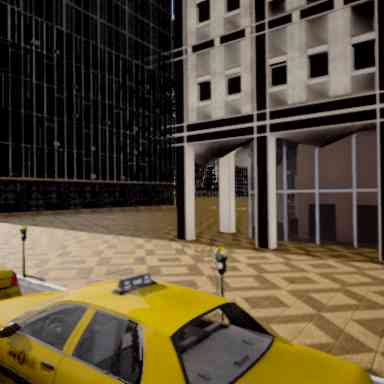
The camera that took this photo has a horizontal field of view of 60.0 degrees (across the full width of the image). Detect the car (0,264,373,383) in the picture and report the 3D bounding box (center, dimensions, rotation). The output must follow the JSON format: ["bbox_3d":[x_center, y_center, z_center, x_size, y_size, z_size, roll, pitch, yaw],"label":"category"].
[{"bbox_3d":[-0.789,1.519,3.450,4.829,1.417,1.752,0,-1,35],"label":"car"}]
